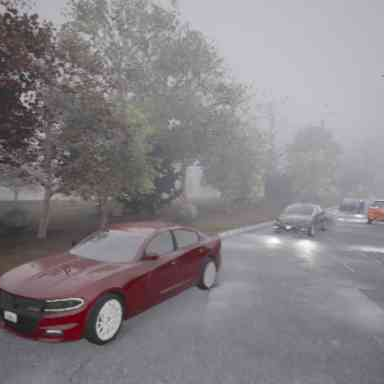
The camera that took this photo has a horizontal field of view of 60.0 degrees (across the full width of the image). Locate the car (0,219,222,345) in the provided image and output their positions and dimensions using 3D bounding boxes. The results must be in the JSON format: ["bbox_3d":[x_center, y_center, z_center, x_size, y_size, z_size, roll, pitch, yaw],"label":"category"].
[{"bbox_3d":[-1.128,1.360,6.563,1.882,1.535,5.008,2,2,31],"label":"car"}]

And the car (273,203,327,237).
[{"bbox_3d":[5.837,1.384,17.632,1.837,1.490,4.892,2,2,33],"label":"car"}]

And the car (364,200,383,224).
[{"bbox_3d":[13.671,1.310,23.379,2.097,1.767,4.553,2,1,33],"label":"car"}]

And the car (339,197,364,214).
[{"bbox_3d":[16.150,1.275,33.505,1.882,1.535,5.008,2,2,33],"label":"car"}]
